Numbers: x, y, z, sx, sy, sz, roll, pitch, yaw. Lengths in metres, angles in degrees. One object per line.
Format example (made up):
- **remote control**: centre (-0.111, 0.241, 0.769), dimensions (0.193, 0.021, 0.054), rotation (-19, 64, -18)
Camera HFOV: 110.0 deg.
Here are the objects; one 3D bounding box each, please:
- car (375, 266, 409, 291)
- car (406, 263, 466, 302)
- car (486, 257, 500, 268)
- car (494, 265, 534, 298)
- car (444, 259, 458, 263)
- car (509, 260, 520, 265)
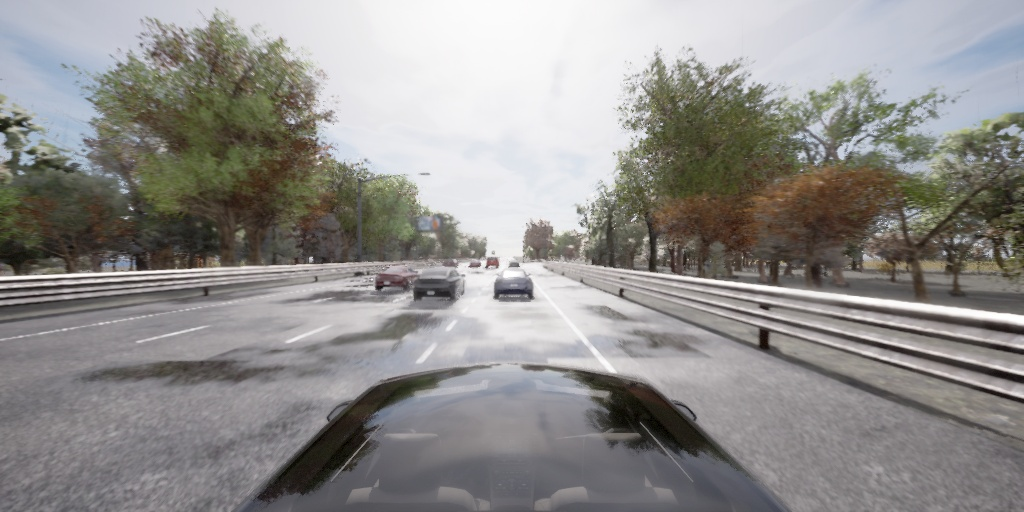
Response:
- **car**: centre (-6.905, 1.324, 22.109), dimensions (1.812, 1.442, 4.674), rotation (0, 0, 0)
- **car**: centre (-3.407, 1.294, 17.452), dimensions (1.837, 1.490, 4.892), rotation (0, 0, 0)
- **car**: centre (-3.421, 1.128, 64.815), dimensions (2.150, 2.045, 5.566), rotation (0, 0, 0)
- **car**: centre (0.092, 1.356, 18.974), dimensions (1.994, 1.385, 4.181), rotation (0, 0, 0)
- **car**: centre (-10.421, 1.248, 61.364), dimensions (2.097, 1.767, 4.553), rotation (0, 0, 0)
- **car**: centre (0.481, 1.430, 64.553), dimensions (1.812, 1.442, 4.674), rotation (0, 0, 3)
